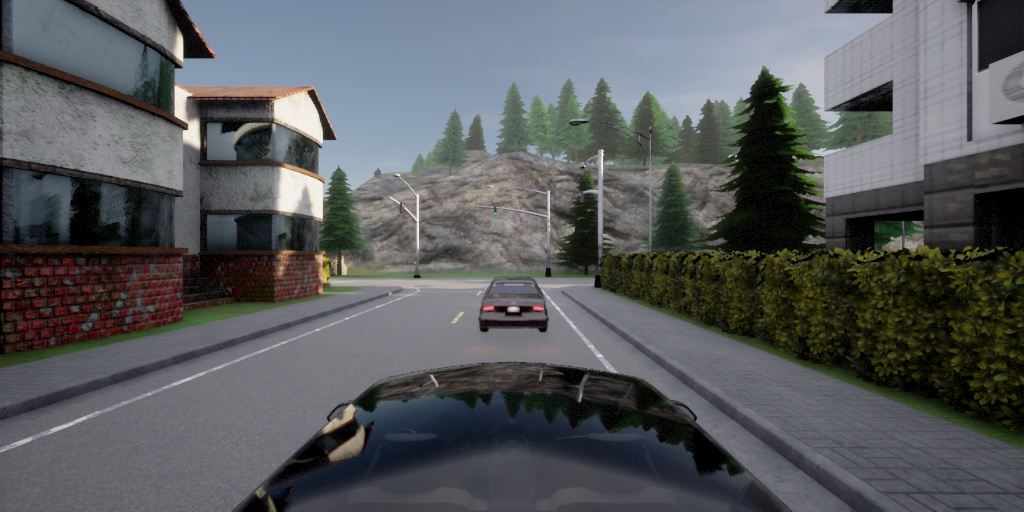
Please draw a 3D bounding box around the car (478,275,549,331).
[{"bbox_3d":[0.053,1.298,10.931,2.033,1.411,5.357,0,0,0],"label":"car"}]
